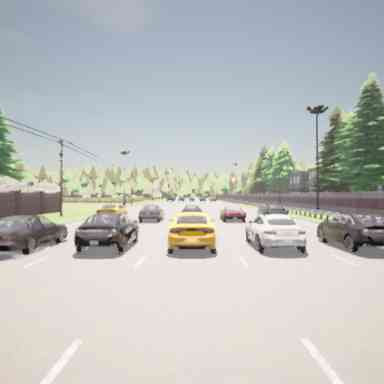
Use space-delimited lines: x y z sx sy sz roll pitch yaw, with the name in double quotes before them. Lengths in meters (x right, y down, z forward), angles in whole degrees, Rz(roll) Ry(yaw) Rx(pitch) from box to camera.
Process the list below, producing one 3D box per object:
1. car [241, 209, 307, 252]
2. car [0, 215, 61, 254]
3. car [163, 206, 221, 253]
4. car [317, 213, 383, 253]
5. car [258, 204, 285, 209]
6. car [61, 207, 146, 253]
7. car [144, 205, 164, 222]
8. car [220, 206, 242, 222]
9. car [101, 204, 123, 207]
"car" 3.504 1.662 14.372 1.812 1.442 4.674 0 0 0
"car" -7.001 1.681 13.993 2.033 1.411 5.357 0 -1 0
"car" 0.005 1.616 14.488 1.882 1.535 5.008 0 0 0
"car" 7.003 1.628 14.299 2.128 1.511 4.902 0 0 0
"car" 7.001 1.770 29.305 2.128 1.511 4.902 0 0 0
"car" -3.497 1.629 14.304 2.128 1.511 4.902 0 0 0
"car" -3.503 1.823 28.993 2.033 1.411 5.357 0 -1 0
"car" 3.497 1.877 29.110 1.895 1.301 4.718 0 -1 0
"car" -6.997 1.758 29.482 1.882 1.535 5.008 0 0 0
